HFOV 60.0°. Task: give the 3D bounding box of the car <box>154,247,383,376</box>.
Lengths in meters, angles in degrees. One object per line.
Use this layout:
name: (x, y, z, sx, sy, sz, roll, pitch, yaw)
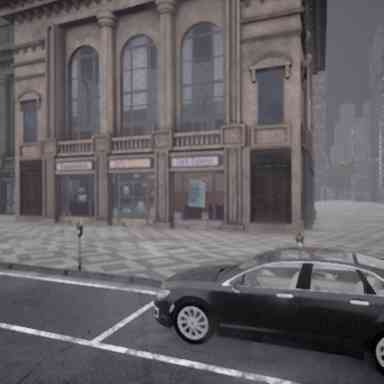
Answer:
car: (1.538, 1.534, 5.072, 4.403, 1.369, 2.008, 0, 0, 21)
